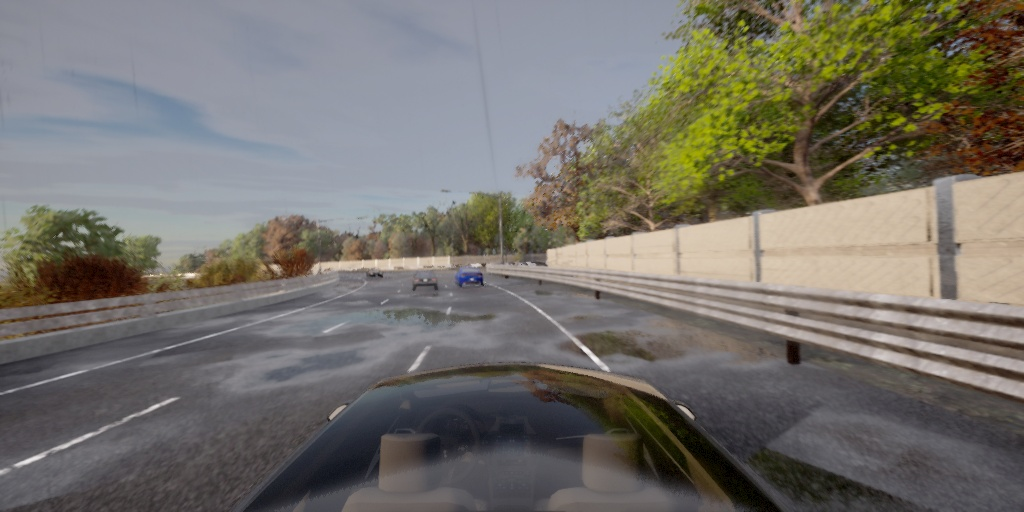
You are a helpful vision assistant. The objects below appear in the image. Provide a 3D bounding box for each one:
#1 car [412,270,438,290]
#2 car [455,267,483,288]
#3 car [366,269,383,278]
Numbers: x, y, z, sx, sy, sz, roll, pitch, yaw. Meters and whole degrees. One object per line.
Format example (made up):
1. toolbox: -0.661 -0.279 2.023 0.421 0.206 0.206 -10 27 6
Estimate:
1. car: -6.727 1.808 27.775 2.033 1.411 5.357 -2 -1 -14
2. car: -3.528 1.632 28.947 1.882 1.535 5.008 -2 -1 -14
3. car: -20.310 2.595 52.758 1.895 1.301 4.718 -2 -1 -29
